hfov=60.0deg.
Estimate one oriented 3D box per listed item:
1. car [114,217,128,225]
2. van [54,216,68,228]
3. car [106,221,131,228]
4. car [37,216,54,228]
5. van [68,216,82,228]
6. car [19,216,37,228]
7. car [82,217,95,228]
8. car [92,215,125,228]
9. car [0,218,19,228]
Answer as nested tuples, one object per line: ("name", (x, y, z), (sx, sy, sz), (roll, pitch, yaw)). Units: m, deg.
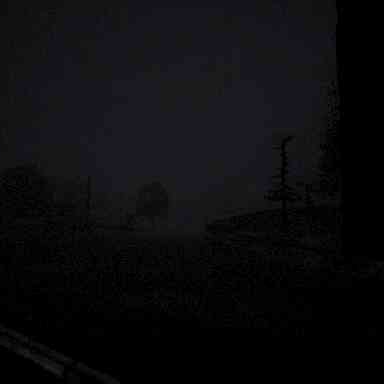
("car", (-19.314, 7.900, 90.828), (1.946, 1.575, 5.366), (0, 1, 10))
("van", (-22.968, 4.819, 53.653), (4.442, 1.987, 1.878), (0, -6, 5))
("car", (-15.462, 6.793, 69.999), (4.674, 1.452, 2.002), (0, -5, 5))
("car", (-24.546, 4.754, 50.924), (5.366, 1.575, 1.946), (0, -5, 5))
("van", (-21.696, 5.104, 56.386), (4.442, 1.987, 1.878), (0, -6, 5))
("car", (-25.637, 4.513, 48.178), (4.674, 1.452, 2.002), (0, -6, 5))
("car", (-20.536, 5.614, 59.092), (4.892, 1.521, 2.231), (0, -5, 5))
("car", (-16.751, 6.217, 67.298), (5.566, 2.045, 2.435), (0, -5, 5))
("car", (-26.895, 4.227, 45.438), (4.674, 1.452, 2.002), (0, -5, 5))
